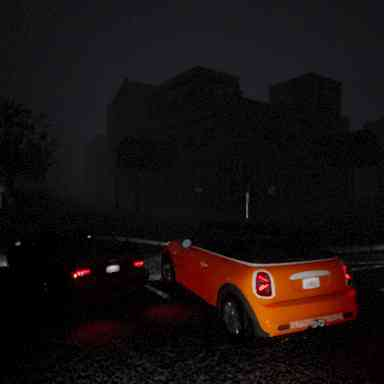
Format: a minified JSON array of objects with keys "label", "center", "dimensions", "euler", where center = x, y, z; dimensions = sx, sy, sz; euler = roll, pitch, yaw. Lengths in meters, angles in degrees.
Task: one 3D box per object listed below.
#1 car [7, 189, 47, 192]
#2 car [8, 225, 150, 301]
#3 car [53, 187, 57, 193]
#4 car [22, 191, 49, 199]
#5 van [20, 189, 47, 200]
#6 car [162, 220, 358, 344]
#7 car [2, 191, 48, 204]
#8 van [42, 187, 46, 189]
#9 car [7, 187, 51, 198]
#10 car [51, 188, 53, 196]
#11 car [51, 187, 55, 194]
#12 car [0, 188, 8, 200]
[{"label":"car","center":[-24.129,0.820,48.843],"dimensions":[4.553,1.767,2.185],"euler":[0,1,-23]},{"label":"car","center":[-3.159,1.561,8.476],"dimensions":[2.033,1.411,5.357],"euler":[0,0,-40]},{"label":"car","center":[-35.602,0.137,79.545],"dimensions":[4.792,1.488,2.163],"euler":[0,2,-16]},{"label":"car","center":[-31.218,0.536,66.487],"dimensions":[4.674,1.452,2.002],"euler":[0,2,-20]},{"label":"van","center":[-29.197,0.410,61.409],"dimensions":[4.442,1.987,1.878],"euler":[0,1,-21]},{"label":"car","center":[0.923,1.361,6.838],"dimensions":[2.097,1.767,4.553],"euler":[0,0,-23]},{"label":"car","center":[-23.096,1.004,46.292],"dimensions":[4.892,1.521,2.231],"euler":[0,1,-23]},{"label":"van","center":[-25.333,0.661,51.324],"dimensions":[4.442,1.987,1.878],"euler":[0,1,-23]},{"label":"car","center":[-26.268,0.576,53.908],"dimensions":[5.566,2.045,2.435],"euler":[0,1,-22]},{"label":"car","center":[-32.164,0.452,69.049],"dimensions":[4.792,1.488,2.163],"euler":[0,2,-19]},{"label":"car","center":[-33.896,0.271,74.225],"dimensions":[4.892,1.521,2.231],"euler":[0,2,-18]},{"label":"car","center":[-31.273,0.656,53.793],"dimensions":[2.097,1.767,4.553],"euler":[0,1,-22]}]
